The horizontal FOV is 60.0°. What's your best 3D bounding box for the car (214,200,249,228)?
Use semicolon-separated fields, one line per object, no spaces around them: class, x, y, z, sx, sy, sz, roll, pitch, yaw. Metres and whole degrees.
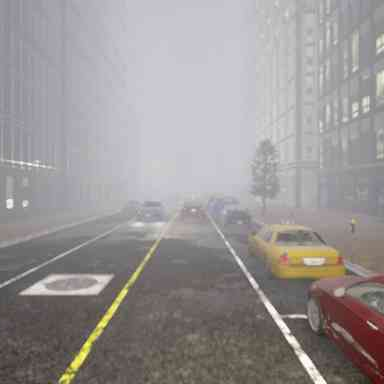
car;2.689;1.455;20.865;2.008;1.369;4.403;0;0;0

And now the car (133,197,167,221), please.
car;-3.100;1.404;25.941;1.812;1.442;4.674;0;0;0

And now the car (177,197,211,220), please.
car;0.098;1.377;26.850;2.163;1.488;4.792;0;0;0

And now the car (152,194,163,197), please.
car;-5.692;1.326;49.351;1.802;1.307;4.206;0;0;0

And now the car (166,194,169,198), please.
car;-5.693;1.092;83.537;1.947;1.339;4.313;0;0;0

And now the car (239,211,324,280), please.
car;2.688;1.481;9.639;1.752;1.417;4.829;0;0;0

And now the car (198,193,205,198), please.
car;2.688;0.986;94.931;1.887;1.381;4.507;0;0;0

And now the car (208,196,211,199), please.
car;2.689;1.388;32.260;1.887;1.381;4.507;0;0;0

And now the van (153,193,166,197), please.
van;-5.693;1.052;55.048;1.690;1.788;3.998;0;0;0

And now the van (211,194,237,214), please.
van;2.688;1.216;26.561;1.690;1.788;3.998;0;0;0

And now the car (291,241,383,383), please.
car;2.689;1.565;3.773;1.802;1.307;4.206;0;0;0

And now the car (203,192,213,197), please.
car;2.688;1.125;37.956;2.192;1.841;5.009;0;0;0

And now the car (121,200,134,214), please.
car;-5.692;1.425;32.261;1.802;1.307;4.206;0;0;0

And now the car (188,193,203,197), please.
car;0.098;1.285;42.946;2.163;1.488;4.792;0;0;0

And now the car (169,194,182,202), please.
car;-3.015;1.136;66.448;1.837;1.490;4.892;0;0;0

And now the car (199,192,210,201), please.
car;2.688;0.919;72.138;2.192;1.841;5.009;0;0;0
